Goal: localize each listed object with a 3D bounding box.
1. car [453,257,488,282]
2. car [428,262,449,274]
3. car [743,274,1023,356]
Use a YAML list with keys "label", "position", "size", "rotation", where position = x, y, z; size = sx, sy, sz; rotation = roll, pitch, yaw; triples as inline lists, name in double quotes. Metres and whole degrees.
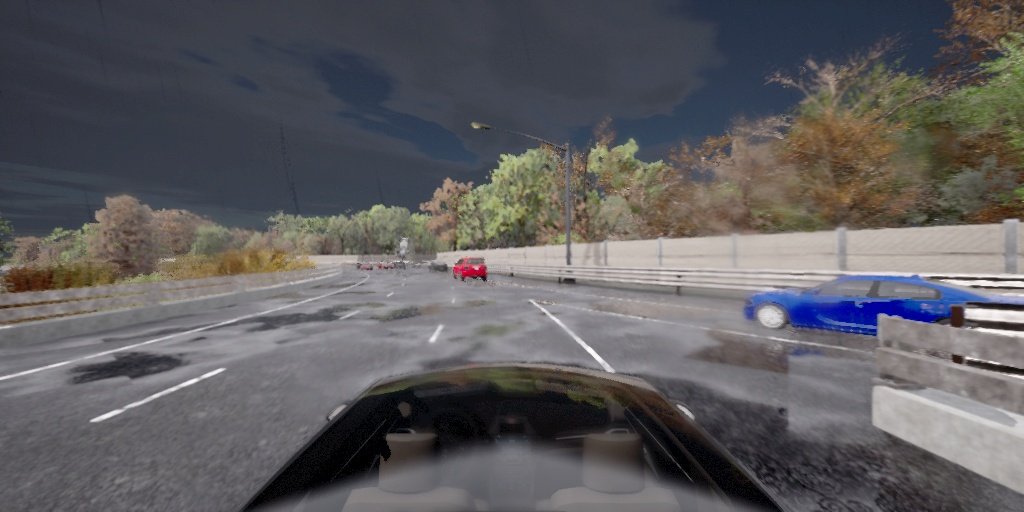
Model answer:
- label: "car"
  position: [-3.704, 1.122, 31.310]
  size: [2.150, 2.045, 5.566]
  rotation: [-1, 0, -19]
- label: "car"
  position: [-9.836, 1.514, 47.767]
  size: [1.882, 1.535, 5.008]
  rotation: [0, 0, -24]
- label: "car"
  position: [8.418, 1.178, 8.565]
  size: [1.882, 1.535, 5.008]
  rotation: [-1, 0, -37]
